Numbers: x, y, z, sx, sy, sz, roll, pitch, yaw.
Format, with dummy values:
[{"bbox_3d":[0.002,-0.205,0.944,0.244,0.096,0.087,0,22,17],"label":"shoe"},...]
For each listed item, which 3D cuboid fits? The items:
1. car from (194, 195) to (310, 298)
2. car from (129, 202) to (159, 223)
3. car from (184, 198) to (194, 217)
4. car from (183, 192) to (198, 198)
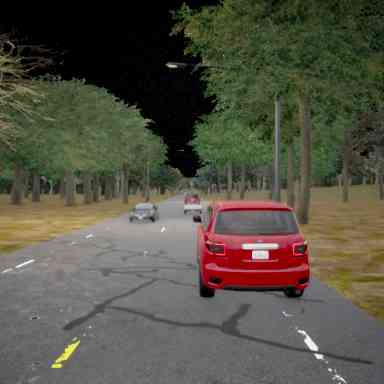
[{"bbox_3d":[1.235,1.226,8.679,2.150,2.045,5.566,0,0,0],"label":"car"},{"bbox_3d":[-3.573,1.525,25.511,1.812,1.442,4.674,0,0,0],"label":"car"},{"bbox_3d":[0.104,1.589,35.867,1.895,1.301,4.718,0,0,0],"label":"car"},{"bbox_3d":[0.064,1.189,45.832,2.150,2.045,5.566,0,0,0],"label":"car"}]
